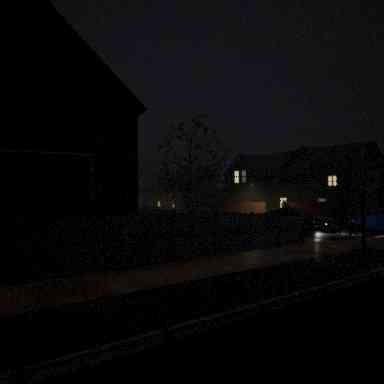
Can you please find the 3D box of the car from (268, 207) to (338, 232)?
[{"bbox_3d":[6.974,1.830,22.760,1.837,1.490,4.892,-1,-1,-36],"label":"car"}]

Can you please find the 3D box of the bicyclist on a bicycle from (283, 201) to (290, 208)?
[{"bbox_3d":[8.646,1.665,30.480,1.656,1.620,0.582,-1,0,-36],"label":"bicyclist on a bicycle"}]

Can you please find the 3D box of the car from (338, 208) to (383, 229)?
[{"bbox_3d":[11.654,1.736,21.289,2.033,1.411,5.357,-1,-1,-35],"label":"car"}]

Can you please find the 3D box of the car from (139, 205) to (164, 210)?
[{"bbox_3d":[-4.891,2.287,39.390,1.882,1.535,5.008,-1,-1,-36],"label":"car"}]

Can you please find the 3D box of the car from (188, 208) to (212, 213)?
[{"bbox_3d":[1.100,2.166,30.992,1.895,1.301,4.718,-1,-1,-36],"label":"car"}]
